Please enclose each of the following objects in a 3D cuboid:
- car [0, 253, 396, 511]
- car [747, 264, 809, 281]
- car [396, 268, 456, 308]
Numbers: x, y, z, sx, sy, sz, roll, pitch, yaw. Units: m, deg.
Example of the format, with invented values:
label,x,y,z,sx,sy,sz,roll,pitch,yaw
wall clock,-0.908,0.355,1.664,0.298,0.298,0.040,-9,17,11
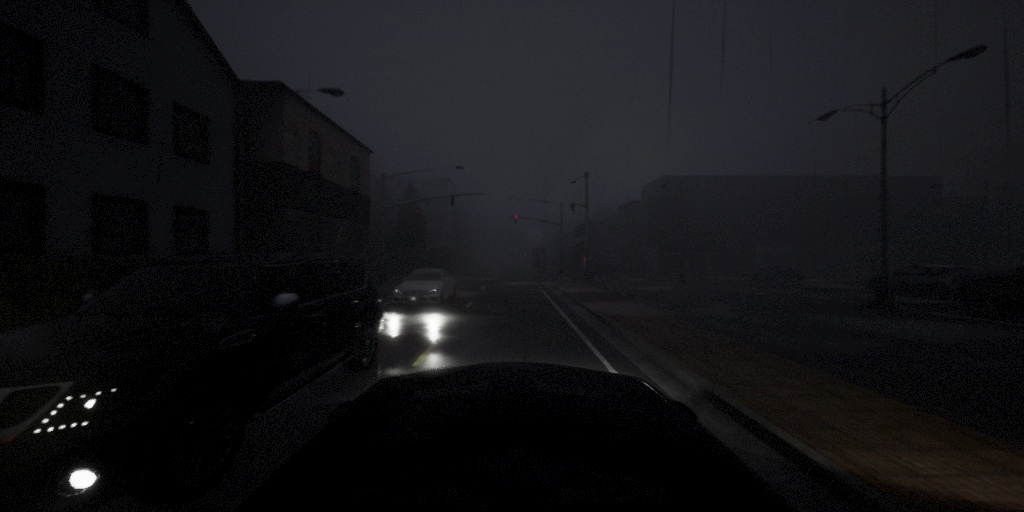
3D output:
label,x,y,z,sx,sy,sz,roll,pitch,yaw
car,-3.591,0.971,4.783,2.150,2.045,5.566,0,0,0
car,22.945,1.422,31.075,4.674,1.442,1.812,0,0,0
car,-3.564,1.265,15.354,1.812,1.442,4.674,0,0,0
